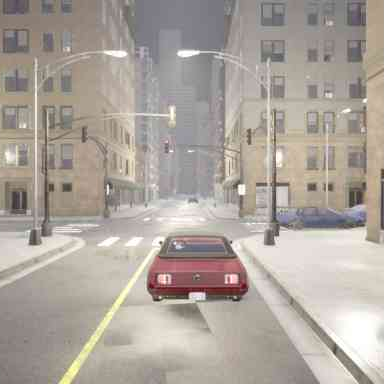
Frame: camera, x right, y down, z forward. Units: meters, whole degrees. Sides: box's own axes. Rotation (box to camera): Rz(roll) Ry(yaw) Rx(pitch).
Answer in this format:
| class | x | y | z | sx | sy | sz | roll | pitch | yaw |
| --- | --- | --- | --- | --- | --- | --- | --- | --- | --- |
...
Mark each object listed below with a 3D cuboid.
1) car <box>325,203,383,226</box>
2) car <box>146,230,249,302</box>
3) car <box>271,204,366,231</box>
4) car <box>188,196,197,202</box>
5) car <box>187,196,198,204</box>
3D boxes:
| class | x | y | z | sx | sy | sz | roll | pitch | yaw |
| --- | --- | --- | --- | --- | --- | --- | --- | --- | --- |
| car | 12.201 | 1.512 | 22.827 | 5.357 | 1.411 | 2.033 | 0 | 0 | 3 |
| car | 0.094 | 1.601 | 8.238 | 1.895 | 1.301 | 4.718 | 0 | 0 | 0 |
| car | 7.277 | 1.524 | 19.644 | 5.357 | 1.411 | 2.033 | 0 | 0 | 0 |
| car | 0.109 | 1.567 | 75.151 | 1.895 | 1.301 | 4.718 | 0 | 0 | 0 |
| car | 0.189 | 1.507 | 65.139 | 1.812 | 1.442 | 4.674 | 0 | 0 | 0 |
